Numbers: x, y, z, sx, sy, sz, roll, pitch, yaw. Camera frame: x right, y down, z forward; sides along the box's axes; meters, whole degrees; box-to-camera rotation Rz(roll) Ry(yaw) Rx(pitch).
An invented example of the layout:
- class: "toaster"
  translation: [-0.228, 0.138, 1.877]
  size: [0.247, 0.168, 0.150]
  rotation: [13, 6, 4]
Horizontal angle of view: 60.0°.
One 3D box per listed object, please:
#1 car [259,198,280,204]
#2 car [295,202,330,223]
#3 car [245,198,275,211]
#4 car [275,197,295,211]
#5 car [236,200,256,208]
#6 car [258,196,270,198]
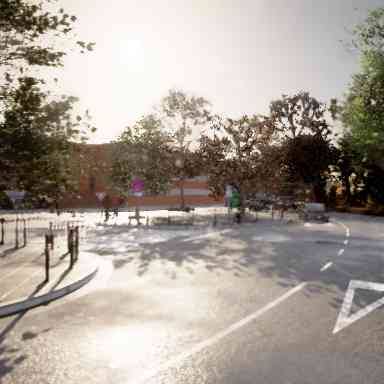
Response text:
- class: "car"
  translation: [20.807, 2.416, 89.368]
  size: [5.008, 1.535, 2.097]
  rotation: [-1, -1, 32]
- class: "car"
  translation: [10.049, 1.659, 27.569]
  size: [1.837, 1.490, 4.892]
  rotation: [1, 0, 10]
- class: "car"
  translation: [9.268, 1.915, 46.098]
  size: [2.033, 1.411, 5.357]
  rotation: [0, -1, -7]
- class: "car"
  translation: [12.753, 1.835, 45.846]
  size: [2.128, 1.511, 4.902]
  rotation: [0, -1, -6]
- class: "car"
  translation: [10.447, 2.186, 63.995]
  size: [2.033, 1.411, 5.357]
  rotation: [-1, -1, 29]
- class: "car"
  translation: [17.817, 2.118, 84.574]
  size: [5.566, 2.045, 2.435]
  rotation: [-1, -1, 32]
